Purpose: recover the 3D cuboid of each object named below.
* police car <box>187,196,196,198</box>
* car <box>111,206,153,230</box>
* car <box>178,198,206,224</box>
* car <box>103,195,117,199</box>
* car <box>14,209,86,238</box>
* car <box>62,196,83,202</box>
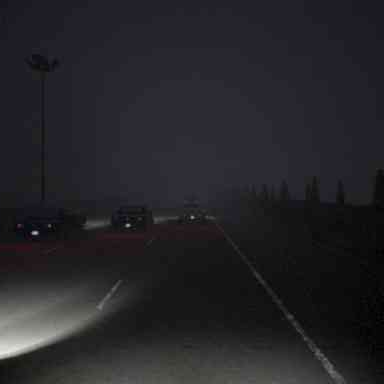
[{"bbox_3d":[-0.034,1.267,41.574,2.038,1.542,4.974,0,0,0],"label":"police car"},{"bbox_3d":[-3.463,1.489,20.152,1.895,1.301,4.718,0,0,0],"label":"car"},{"bbox_3d":[0.025,1.393,23.577,1.812,1.442,4.674,0,0,0],"label":"car"},{"bbox_3d":[-14.188,1.195,58.200,1.882,1.535,5.008,0,0,0],"label":"car"},{"bbox_3d":[-6.953,1.508,16.944,1.895,1.301,4.718,0,0,0],"label":"car"},{"bbox_3d":[-17.679,1.296,49.262,1.994,1.385,4.181,0,0,0],"label":"car"}]
